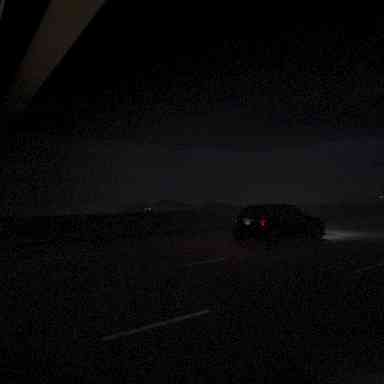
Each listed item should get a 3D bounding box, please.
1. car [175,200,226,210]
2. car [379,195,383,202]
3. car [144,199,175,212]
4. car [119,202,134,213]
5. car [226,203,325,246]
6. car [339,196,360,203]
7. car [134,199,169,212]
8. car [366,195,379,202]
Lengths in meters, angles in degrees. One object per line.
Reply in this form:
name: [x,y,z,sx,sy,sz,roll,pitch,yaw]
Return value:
car: [1.634,1.500,26.703,5.357,1.411,2.033,0,0,-36]
car: [32.244,1.299,52.833,5.008,1.535,1.882,0,0,-35]
car: [-1.416,1.558,28.821,4.718,1.301,1.895,0,0,-36]
car: [-5.408,1.524,34.571,4.181,1.385,1.994,0,0,-36]
car: [4.071,1.316,15.289,4.553,1.767,2.097,0,0,-36]
car: [27.541,1.389,58.067,4.181,1.385,1.994,0,0,-35]
car: [-2.708,1.433,32.201,5.008,1.535,1.882,0,0,-36]
car: [31.532,1.312,56.611,4.902,1.511,2.128,0,0,-35]
